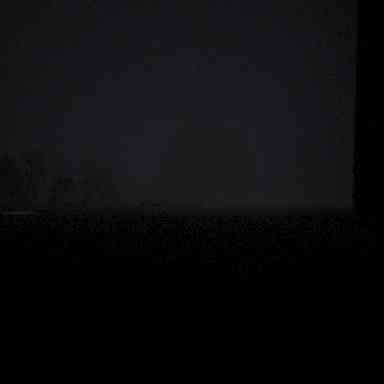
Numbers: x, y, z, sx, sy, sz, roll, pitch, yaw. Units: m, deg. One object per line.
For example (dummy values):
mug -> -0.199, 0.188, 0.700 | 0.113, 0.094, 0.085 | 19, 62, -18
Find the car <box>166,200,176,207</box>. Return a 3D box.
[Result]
car -> -5.317, 2.153, 63.698 | 2.033, 1.411, 5.357 | 2, 0, 36

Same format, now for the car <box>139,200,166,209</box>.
car -> -7.009, 2.075, 56.567 | 1.812, 1.442, 4.674 | 2, 0, 36

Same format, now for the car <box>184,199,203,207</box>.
car -> 0.315, 2.253, 66.836 | 2.128, 1.511, 4.902 | 2, 0, 36
